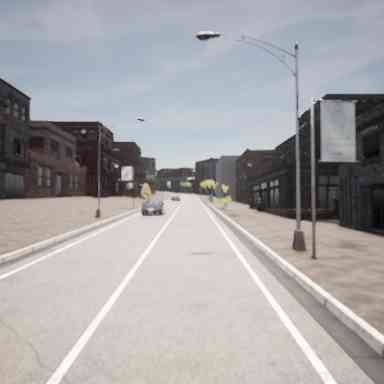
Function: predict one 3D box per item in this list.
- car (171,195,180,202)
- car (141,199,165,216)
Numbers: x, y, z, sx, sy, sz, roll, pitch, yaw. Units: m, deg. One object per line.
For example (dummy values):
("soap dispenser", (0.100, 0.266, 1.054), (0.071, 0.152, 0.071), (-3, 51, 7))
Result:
("car", (-3.528, 1.359, 72.219), (1.994, 1.385, 4.181), (0, 0, 0))
("car", (-3.516, 1.376, 30.599), (2.128, 1.511, 4.902), (0, 0, 0))
